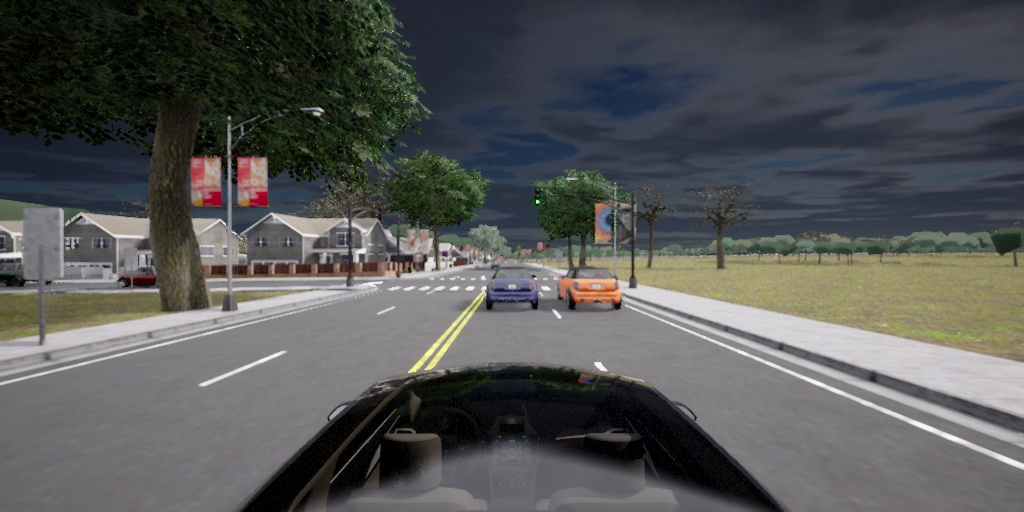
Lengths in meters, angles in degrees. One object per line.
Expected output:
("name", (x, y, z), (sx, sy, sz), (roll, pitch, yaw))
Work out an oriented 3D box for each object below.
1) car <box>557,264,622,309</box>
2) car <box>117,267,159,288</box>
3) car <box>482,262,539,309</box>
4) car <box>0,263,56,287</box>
("car", (3.259, 1.228, 15.912), (2.097, 1.767, 4.553), (0, -1, 0))
("car", (-28.685, 1.649, 28.884), (4.553, 1.767, 2.097), (0, 0, 1))
("car", (0.009, 1.228, 15.913), (2.097, 1.767, 4.553), (0, -1, 0))
("car", (-44.032, 1.669, 31.761), (5.566, 2.045, 2.150), (-1, 0, 0))
